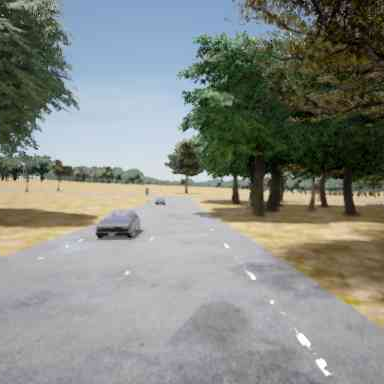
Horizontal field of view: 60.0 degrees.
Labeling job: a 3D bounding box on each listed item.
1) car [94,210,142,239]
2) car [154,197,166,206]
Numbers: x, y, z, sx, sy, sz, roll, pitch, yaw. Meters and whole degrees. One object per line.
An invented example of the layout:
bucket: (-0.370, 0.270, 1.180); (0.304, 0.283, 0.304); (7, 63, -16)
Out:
car: (-3.993, 1.721, 18.887); (2.033, 1.411, 5.357); (0, 0, -2)
car: (-5.756, 1.688, 60.721); (2.033, 1.411, 5.357); (0, 1, -2)
